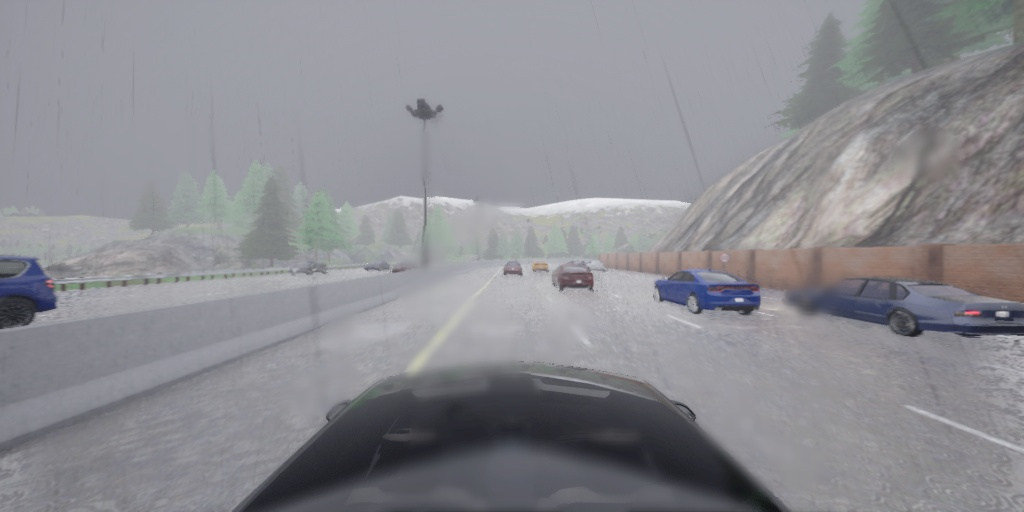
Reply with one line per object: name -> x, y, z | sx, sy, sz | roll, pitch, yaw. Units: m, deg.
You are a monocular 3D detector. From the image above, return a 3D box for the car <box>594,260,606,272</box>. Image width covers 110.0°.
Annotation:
car -> 10.587, 1.285, 45.903 | 1.812, 1.442, 4.674 | 0, 0, 0

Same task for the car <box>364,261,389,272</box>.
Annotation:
car -> -17.560, 1.305, 47.132 | 2.033, 1.411, 5.357 | 0, 0, 1

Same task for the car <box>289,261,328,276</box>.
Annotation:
car -> -21.074, 1.248, 37.292 | 2.128, 1.511, 4.902 | 0, 0, 0

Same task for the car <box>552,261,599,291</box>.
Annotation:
car -> 3.596, 1.232, 21.741 | 1.882, 1.535, 5.008 | 0, 0, 0

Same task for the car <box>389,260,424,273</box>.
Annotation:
car -> -10.588, 1.357, 36.673 | 1.895, 1.301, 4.718 | 0, 0, 0

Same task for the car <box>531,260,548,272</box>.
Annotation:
car -> 3.589, 1.236, 46.761 | 1.882, 1.535, 5.008 | 0, 0, 0

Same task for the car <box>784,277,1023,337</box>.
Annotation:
car -> 10.571, 1.300, 10.229 | 2.033, 1.411, 5.357 | 0, 0, 0

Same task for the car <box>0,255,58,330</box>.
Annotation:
car -> -14.101, 0.973, 7.872 | 2.150, 2.045, 5.566 | 0, 0, 0

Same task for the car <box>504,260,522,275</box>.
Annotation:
car -> 0.088, 1.321, 39.915 | 1.994, 1.385, 4.181 | 0, 0, 0

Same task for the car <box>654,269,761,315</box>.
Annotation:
car -> 7.095, 1.230, 13.664 | 1.882, 1.535, 5.008 | 0, 0, 0
